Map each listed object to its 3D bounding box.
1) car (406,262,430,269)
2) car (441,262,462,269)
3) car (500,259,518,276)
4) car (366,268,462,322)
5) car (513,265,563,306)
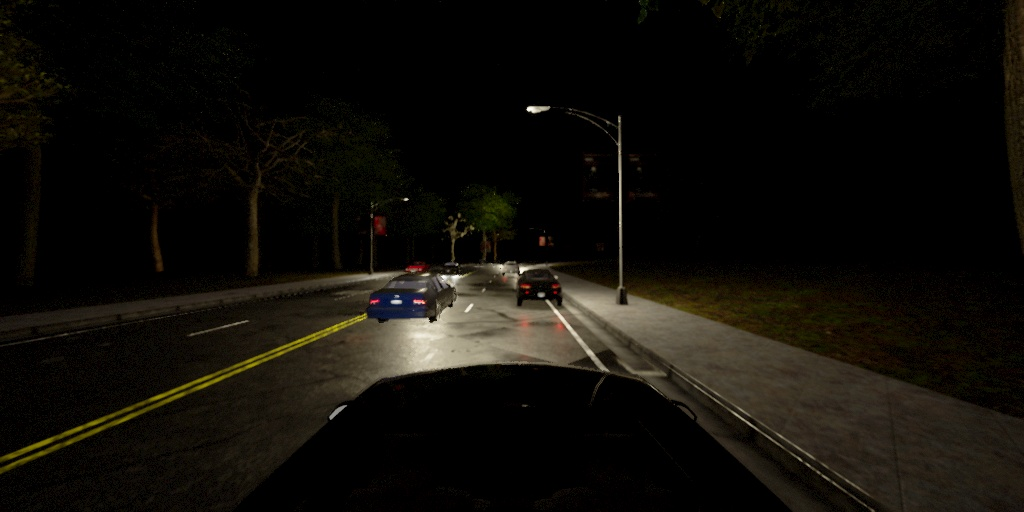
[{"bbox_3d":[-9.943,1.338,38.263,1.812,1.442,4.674,0,0,0],"label":"car"},{"bbox_3d":[-6.688,1.379,39.593,1.994,1.385,4.181,0,0,0],"label":"car"},{"bbox_3d":[-0.076,1.340,38.855,1.812,1.442,4.674,0,0,0],"label":"car"},{"bbox_3d":[-3.180,1.311,12.332,2.033,1.411,5.357,0,0,0],"label":"car"},{"bbox_3d":[1.097,1.295,15.826,1.812,1.442,4.674,0,0,0],"label":"car"}]
